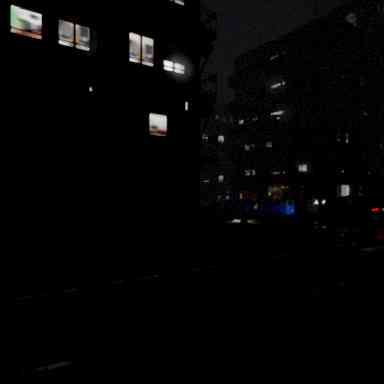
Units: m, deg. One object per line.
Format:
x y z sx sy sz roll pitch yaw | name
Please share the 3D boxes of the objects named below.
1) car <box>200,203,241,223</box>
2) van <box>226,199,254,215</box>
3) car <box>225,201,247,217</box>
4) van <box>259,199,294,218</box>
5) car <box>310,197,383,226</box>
1.845 1.872 28.675 1.802 1.307 4.206 -1 0 -36 | car
5.277 1.673 38.105 1.690 1.788 3.998 -1 0 -36 | van
2.801 1.869 31.711 1.994 1.385 4.181 0 -1 -36 | car
8.588 1.600 33.586 1.690 1.788 3.998 -1 0 -36 | van
11.701 1.375 25.095 2.150 2.045 5.566 0 -1 -34 | car
